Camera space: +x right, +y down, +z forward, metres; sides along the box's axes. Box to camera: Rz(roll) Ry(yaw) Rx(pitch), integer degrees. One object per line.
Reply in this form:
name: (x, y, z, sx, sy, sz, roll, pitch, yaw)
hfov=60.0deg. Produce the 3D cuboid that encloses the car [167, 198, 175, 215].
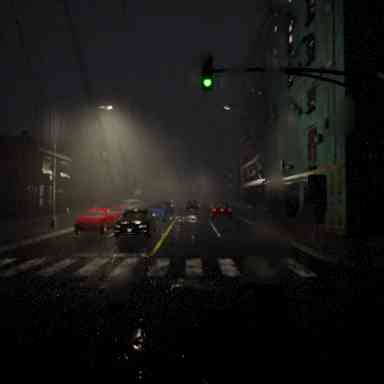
car: (-3.089, 1.824, 39.053, 1.837, 1.490, 4.892, 0, 0, 0)

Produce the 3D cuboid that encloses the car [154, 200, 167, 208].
car: (-5.679, 2.076, 60.202, 1.802, 1.307, 4.206, 1, 0, 0)

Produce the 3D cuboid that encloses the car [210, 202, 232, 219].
car: (2.705, 1.701, 31.832, 1.967, 1.590, 4.097, 1, 0, 0)

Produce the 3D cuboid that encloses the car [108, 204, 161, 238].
car: (-3.091, 1.660, 18.903, 1.837, 1.490, 4.892, 0, 0, 0)

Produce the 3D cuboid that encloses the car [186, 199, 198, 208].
car: (-0.002, 2.027, 58.495, 2.033, 1.411, 5.357, 0, 0, 0)

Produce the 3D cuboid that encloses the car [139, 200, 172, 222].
car: (-3.088, 1.715, 28.960, 1.882, 1.535, 5.008, 0, 0, 0)

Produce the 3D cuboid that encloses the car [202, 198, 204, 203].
car: (2.701, 2.305, 94.553, 1.752, 1.417, 4.829, 1, 0, 0)

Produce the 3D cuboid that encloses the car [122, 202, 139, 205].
car: (-5.677, 1.758, 26.083, 1.887, 1.381, 4.507, 1, 0, 0)

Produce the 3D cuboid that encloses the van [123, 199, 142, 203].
van: (-5.673, 1.601, 31.772, 1.690, 1.788, 3.998, 1, 0, 0)

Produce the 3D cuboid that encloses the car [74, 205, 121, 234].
car: (-5.753, 1.712, 20.401, 1.887, 1.381, 4.507, 1, 0, 0)

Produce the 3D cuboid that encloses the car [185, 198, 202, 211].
car: (-0.001, 1.941, 48.071, 2.033, 1.411, 5.357, 0, 0, 0)
